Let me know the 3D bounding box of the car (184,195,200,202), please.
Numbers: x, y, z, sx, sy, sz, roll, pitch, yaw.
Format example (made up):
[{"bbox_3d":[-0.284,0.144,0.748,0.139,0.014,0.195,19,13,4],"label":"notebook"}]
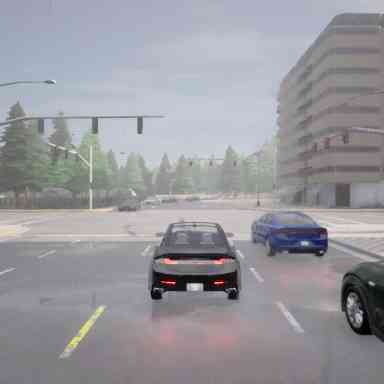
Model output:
[{"bbox_3d":[0.078,1.524,75.290,1.812,1.442,4.674,0,0,31],"label":"car"}]

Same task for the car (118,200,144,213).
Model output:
[{"bbox_3d":[-7.064,1.593,38.035,1.994,1.385,4.181,0,1,0],"label":"car"}]

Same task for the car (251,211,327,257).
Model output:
[{"bbox_3d":[3.586,1.478,13.028,1.882,1.535,5.008,0,0,0],"label":"car"}]

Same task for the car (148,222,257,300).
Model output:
[{"bbox_3d":[0.067,1.492,8.383,2.128,1.511,4.902,0,0,0],"label":"car"}]

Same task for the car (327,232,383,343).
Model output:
[{"bbox_3d":[3.600,1.352,3.877,2.097,1.767,4.553,0,0,0],"label":"car"}]

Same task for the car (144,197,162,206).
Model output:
[{"bbox_3d":[-6.588,1.525,53.934,1.812,1.442,4.674,0,0,5],"label":"car"}]

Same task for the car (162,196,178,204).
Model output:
[{"bbox_3d":[-4.411,1.525,65.781,1.812,1.442,4.674,0,0,19],"label":"car"}]
